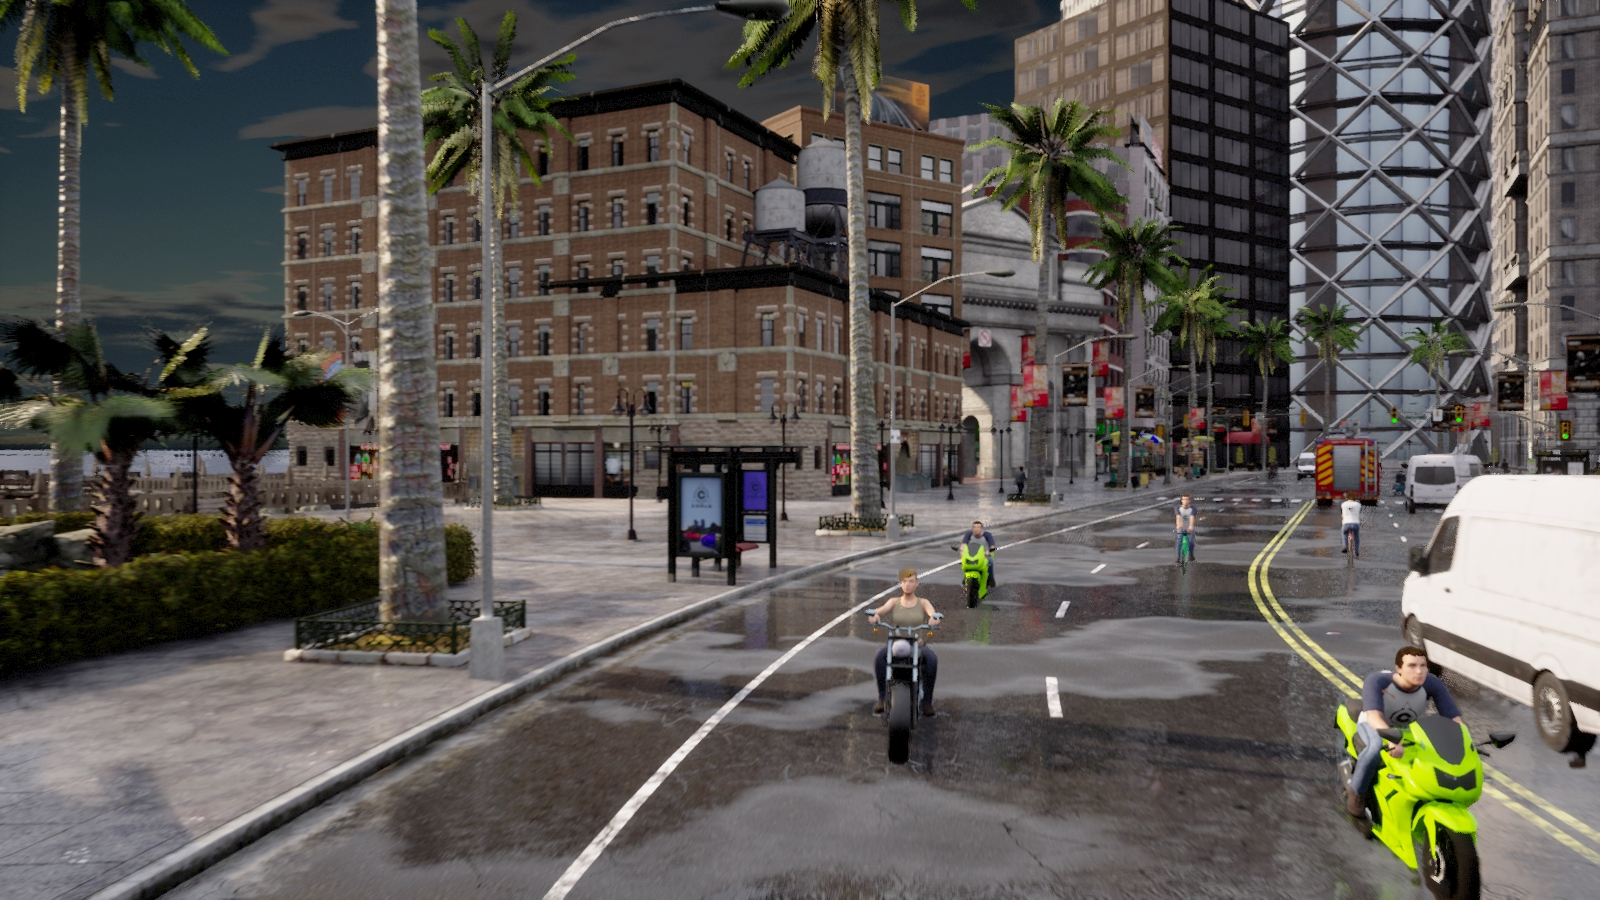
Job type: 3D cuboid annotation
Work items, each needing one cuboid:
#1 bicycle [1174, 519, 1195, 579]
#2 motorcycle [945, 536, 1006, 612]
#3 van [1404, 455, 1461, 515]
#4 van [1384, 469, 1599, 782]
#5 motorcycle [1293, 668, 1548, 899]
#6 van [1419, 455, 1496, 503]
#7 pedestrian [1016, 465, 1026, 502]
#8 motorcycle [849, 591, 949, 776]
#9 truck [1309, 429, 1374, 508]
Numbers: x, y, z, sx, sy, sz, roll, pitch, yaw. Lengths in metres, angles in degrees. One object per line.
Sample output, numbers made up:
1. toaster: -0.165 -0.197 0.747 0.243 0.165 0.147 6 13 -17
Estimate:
1. bicycle: 8.665 2.208 25.740 0.373 1.196 1.643 1 1 21
2. motorcycle: 3.206 2.214 20.739 0.803 1.145 2.033 0 0 17
3. van: 28.987 1.543 52.506 1.988 2.561 5.915 0 0 26
4. van: 8.268 1.537 12.202 1.988 2.561 5.915 0 0 10
5. motorcycle: 3.979 2.214 7.546 0.803 1.145 2.033 0 0 7
6. van: 36.745 1.545 63.774 5.915 2.561 1.988 0 0 -42
7. pedestrian: 11.222 1.699 57.997 0.375 1.860 0.375 0 0 44
8. motorcycle: 1.008 2.170 11.092 0.764 1.277 2.356 1 0 10
9. truck: 28.523 0.898 60.117 2.891 3.827 8.468 0 0 26
